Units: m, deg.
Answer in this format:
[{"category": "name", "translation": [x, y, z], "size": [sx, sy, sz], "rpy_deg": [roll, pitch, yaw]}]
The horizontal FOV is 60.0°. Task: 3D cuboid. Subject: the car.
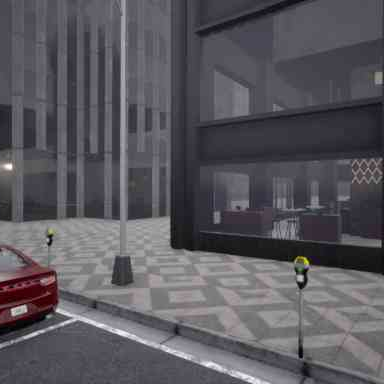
[{"category": "car", "translation": [-4.265, 1.544, 6.018], "size": [4.507, 1.381, 1.887], "rpy_deg": [0, 0, 36]}]
